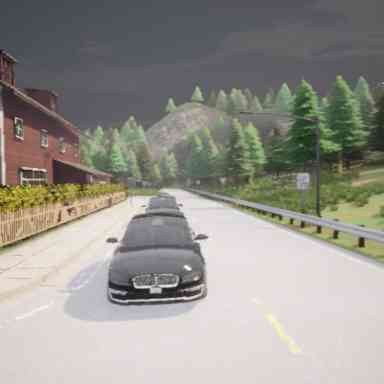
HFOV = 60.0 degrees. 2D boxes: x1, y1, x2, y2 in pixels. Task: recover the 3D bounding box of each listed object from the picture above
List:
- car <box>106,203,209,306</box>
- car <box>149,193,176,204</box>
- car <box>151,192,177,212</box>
[{"bbox_3d":[-0.788,1.286,7.885,1.837,1.490,4.892,-1,2,-4],"label":"car"},{"bbox_3d":[-1.611,1.016,18.215,1.837,1.490,4.892,-1,2,-5],"label":"car"},{"bbox_3d":[-2.391,0.812,28.200,1.994,1.385,4.181,-1,2,-4],"label":"car"}]
